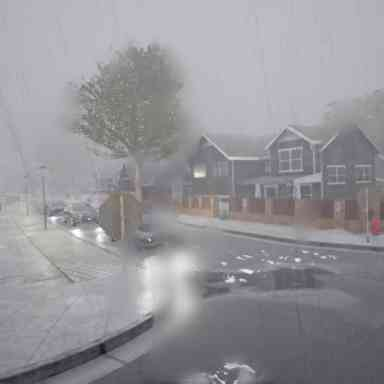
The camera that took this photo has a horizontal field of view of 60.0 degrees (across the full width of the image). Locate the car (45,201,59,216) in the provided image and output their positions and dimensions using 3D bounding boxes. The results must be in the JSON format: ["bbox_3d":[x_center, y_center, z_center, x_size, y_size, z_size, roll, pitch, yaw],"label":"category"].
[{"bbox_3d":[-13.648,1.582,33.532,2.033,1.411,5.357,-3,1,-30],"label":"car"}]

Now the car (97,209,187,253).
[{"bbox_3d":[-2.288,1.612,14.676,2.033,1.411,5.357,-3,2,-31],"label":"car"}]

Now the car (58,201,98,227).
[{"bbox_3d":[-8.031,1.549,23.992,1.837,1.490,4.892,-3,1,-31],"label":"car"}]
